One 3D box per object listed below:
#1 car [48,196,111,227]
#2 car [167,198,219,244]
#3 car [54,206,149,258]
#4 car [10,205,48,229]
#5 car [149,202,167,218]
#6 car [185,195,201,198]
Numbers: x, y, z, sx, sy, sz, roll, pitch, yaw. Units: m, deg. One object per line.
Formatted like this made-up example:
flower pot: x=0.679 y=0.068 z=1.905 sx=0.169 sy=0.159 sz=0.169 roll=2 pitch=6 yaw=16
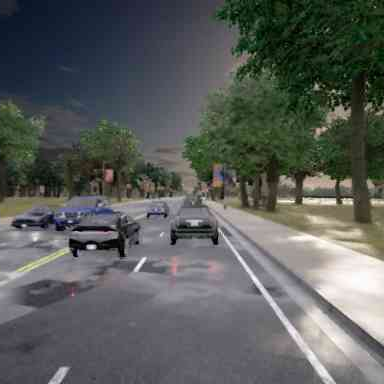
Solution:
car: x=-6.516 y=1.257 z=20.645 sx=2.150 sy=2.045 sz=5.566 roll=0 pitch=0 yaw=1
car: x=0.110 y=1.375 z=16.165 sx=2.097 sy=1.767 sz=4.553 roll=0 pitch=0 yaw=0
car: x=-3.141 y=1.508 z=12.808 sx=2.128 sy=1.511 sz=4.902 roll=0 pitch=0 yaw=0
car: x=-9.750 y=1.585 z=22.007 sx=2.033 sy=1.411 sz=5.357 roll=0 pitch=0 yaw=0
car: x=-3.131 y=1.621 z=31.433 sx=2.033 sy=1.411 sz=5.357 roll=0 pitch=0 yaw=0
car: x=0.124 y=1.332 z=38.372 sx=2.150 sy=2.045 sz=5.566 roll=0 pitch=0 yaw=0
